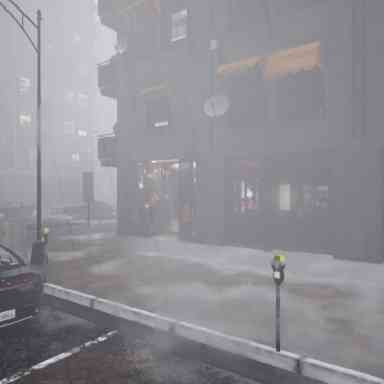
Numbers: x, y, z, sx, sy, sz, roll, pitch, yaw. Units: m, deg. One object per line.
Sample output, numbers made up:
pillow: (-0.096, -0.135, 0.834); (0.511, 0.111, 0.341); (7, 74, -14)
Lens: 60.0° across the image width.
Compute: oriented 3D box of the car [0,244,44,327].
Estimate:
car: (-4.456, 1.551, 6.073); (4.403, 1.369, 2.008); (0, 0, 36)

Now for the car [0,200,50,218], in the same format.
car: (-13.964, 1.350, 26.110); (2.008, 1.369, 4.403); (1, 1, 35)

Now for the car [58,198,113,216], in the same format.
car: (-8.929, 1.293, 28.784); (1.994, 1.385, 4.181); (0, 1, 36)

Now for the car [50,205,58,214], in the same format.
car: (-10.862, 1.250, 30.526); (1.752, 1.417, 4.829); (1, 1, 35)
